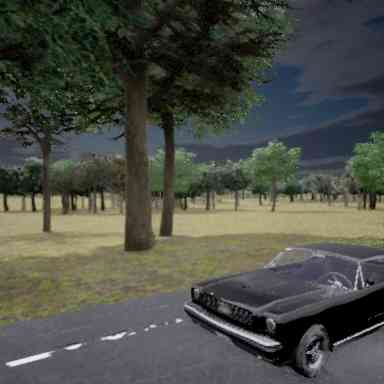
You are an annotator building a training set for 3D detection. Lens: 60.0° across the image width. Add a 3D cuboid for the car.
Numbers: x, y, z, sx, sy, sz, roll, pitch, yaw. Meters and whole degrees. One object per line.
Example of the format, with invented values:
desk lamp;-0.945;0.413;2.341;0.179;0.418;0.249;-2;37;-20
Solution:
car;2.231;1.613;5.651;4.718;1.301;1.895;0;0;-35
